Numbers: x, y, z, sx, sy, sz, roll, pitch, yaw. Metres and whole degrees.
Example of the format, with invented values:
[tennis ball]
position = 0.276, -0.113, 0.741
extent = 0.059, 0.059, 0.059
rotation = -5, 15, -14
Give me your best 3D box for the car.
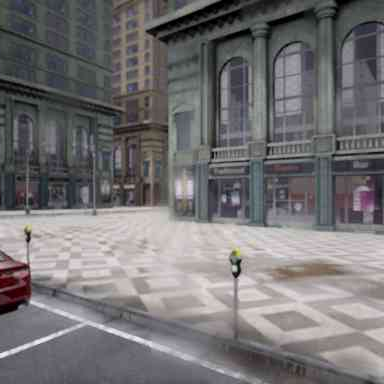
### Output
[car]
position = -4.920, 1.537, 6.435
extent = 4.507, 1.381, 1.887
rotation = 0, 0, 35
